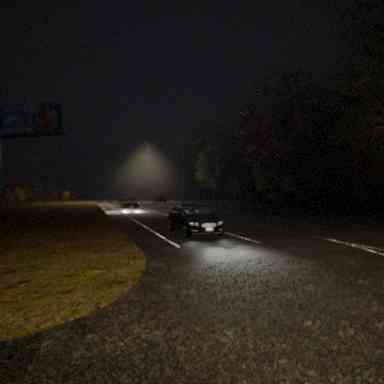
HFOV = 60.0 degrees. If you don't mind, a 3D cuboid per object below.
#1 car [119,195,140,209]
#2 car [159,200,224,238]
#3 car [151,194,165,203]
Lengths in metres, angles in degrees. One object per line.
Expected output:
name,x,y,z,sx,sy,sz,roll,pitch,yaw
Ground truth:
car,-7.565,1.340,40.059,1.895,1.301,4.718,0,0,-19
car,0.020,1.376,17.034,2.128,1.511,4.902,0,0,-18
car,-5.833,1.143,57.437,1.812,1.442,4.674,0,0,-18
